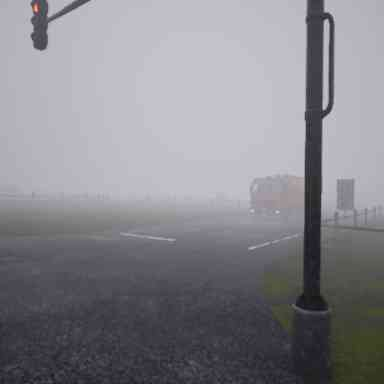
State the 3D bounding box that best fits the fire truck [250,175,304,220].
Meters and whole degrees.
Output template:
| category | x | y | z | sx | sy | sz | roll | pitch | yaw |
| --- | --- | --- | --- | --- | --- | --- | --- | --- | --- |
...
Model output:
| category | x | y | z | sx | sy | sz | roll | pitch | yaw |
| --- | --- | --- | --- | --- | --- | --- | --- | --- | --- |
| fire truck | 8.357 | 0.463 | 30.383 | 2.891 | 3.827 | 8.468 | 1 | 0 | 36 |
